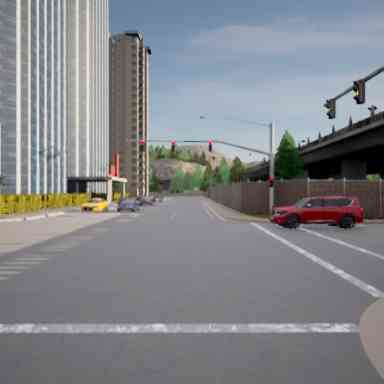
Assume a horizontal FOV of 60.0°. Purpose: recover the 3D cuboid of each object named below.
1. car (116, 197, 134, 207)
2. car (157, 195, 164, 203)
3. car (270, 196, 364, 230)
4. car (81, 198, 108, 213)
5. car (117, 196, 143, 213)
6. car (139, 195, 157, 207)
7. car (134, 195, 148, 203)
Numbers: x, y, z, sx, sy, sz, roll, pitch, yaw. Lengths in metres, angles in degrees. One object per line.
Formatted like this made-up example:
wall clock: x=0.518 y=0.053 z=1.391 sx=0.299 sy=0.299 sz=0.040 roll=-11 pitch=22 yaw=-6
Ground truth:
car: x=-10.568 y=1.527 z=52.789 sx=1.994 sy=1.385 sz=4.181 roll=0 pitch=0 yaw=0
car: x=-6.977 y=1.474 z=69.106 sx=2.128 sy=1.511 sz=4.902 roll=0 pitch=0 yaw=0
car: x=7.855 y=1.288 z=21.106 sx=5.566 sy=2.045 sz=2.150 roll=0 pitch=0 yaw=0
car: x=-10.586 y=1.453 z=36.446 sx=1.882 sy=1.535 sz=5.008 roll=0 pitch=0 yaw=0
car: x=-7.086 y=1.501 z=37.243 sx=1.812 sy=1.442 sz=4.674 roll=0 pitch=1 yaw=0
car: x=-7.072 y=1.490 z=51.987 sx=1.812 sy=1.442 sz=4.674 roll=0 pitch=0 yaw=0
car: x=-10.477 y=1.413 z=68.707 sx=2.033 sy=1.411 sz=5.357 roll=0 pitch=0 yaw=0
